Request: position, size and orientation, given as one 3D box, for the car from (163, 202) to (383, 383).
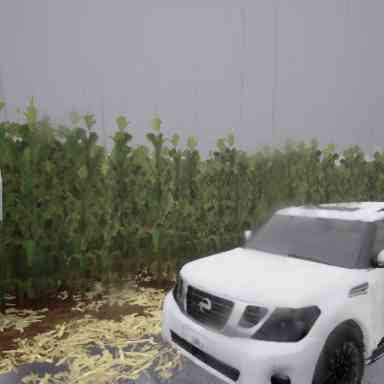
[{"bbox_3d":[2.263,1.216,5.203,5.566,2.045,2.150,0,1,-37],"label":"car"}]
